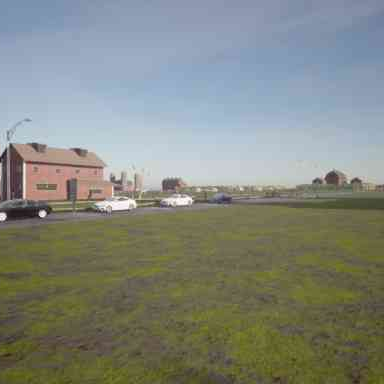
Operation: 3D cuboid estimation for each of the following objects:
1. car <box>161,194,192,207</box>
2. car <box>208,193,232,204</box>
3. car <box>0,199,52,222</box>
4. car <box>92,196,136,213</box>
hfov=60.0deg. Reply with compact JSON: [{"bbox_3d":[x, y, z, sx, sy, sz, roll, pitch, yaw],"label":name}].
[{"bbox_3d":[-1.770,1.026,40.062,1.812,1.442,4.674,1,1,36],"label":"car"},{"bbox_3d":[4.142,0.875,48.171,1.812,1.442,4.674,1,1,36],"label":"car"},{"bbox_3d":[-12.913,1.285,24.677,1.837,1.490,4.892,1,1,36],"label":"car"},{"bbox_3d":[-7.421,1.170,32.257,1.812,1.442,4.674,1,1,36],"label":"car"}]
